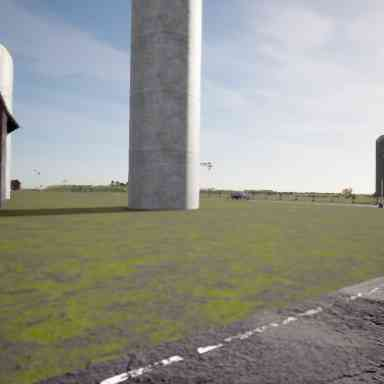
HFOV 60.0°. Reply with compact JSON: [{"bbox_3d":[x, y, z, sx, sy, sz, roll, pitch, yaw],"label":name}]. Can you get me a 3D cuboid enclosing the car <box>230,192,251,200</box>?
[{"bbox_3d":[9.914,0.720,67.422,2.097,1.767,4.553,1,0,-36],"label":"car"}]
